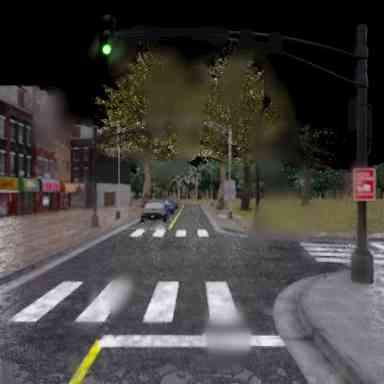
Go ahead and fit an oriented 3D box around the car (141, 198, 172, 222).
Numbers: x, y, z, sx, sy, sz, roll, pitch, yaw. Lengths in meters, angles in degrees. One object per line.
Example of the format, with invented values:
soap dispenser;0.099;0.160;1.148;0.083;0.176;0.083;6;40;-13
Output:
car;-2.867;1.486;26.266;1.882;1.535;5.008;0;0;-1

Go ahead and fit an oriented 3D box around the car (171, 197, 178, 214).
car;-2.860;1.504;35.861;1.882;1.535;5.008;0;0;0
